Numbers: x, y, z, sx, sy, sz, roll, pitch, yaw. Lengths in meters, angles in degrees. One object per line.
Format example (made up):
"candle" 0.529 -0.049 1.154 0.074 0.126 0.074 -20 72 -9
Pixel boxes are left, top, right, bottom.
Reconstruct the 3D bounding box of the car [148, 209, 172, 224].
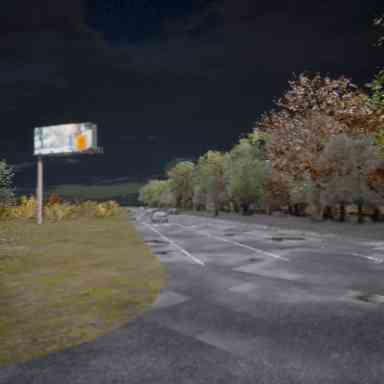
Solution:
"car" -4.114 3.241 42.017 1.812 1.442 4.674 0 -2 -12

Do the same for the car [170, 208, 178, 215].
"car" -4.527 4.440 77.237 2.097 1.767 4.553 0 -2 -12

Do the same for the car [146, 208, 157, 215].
"car" -10.360 4.901 82.784 1.812 1.442 4.674 -1 -2 -5
